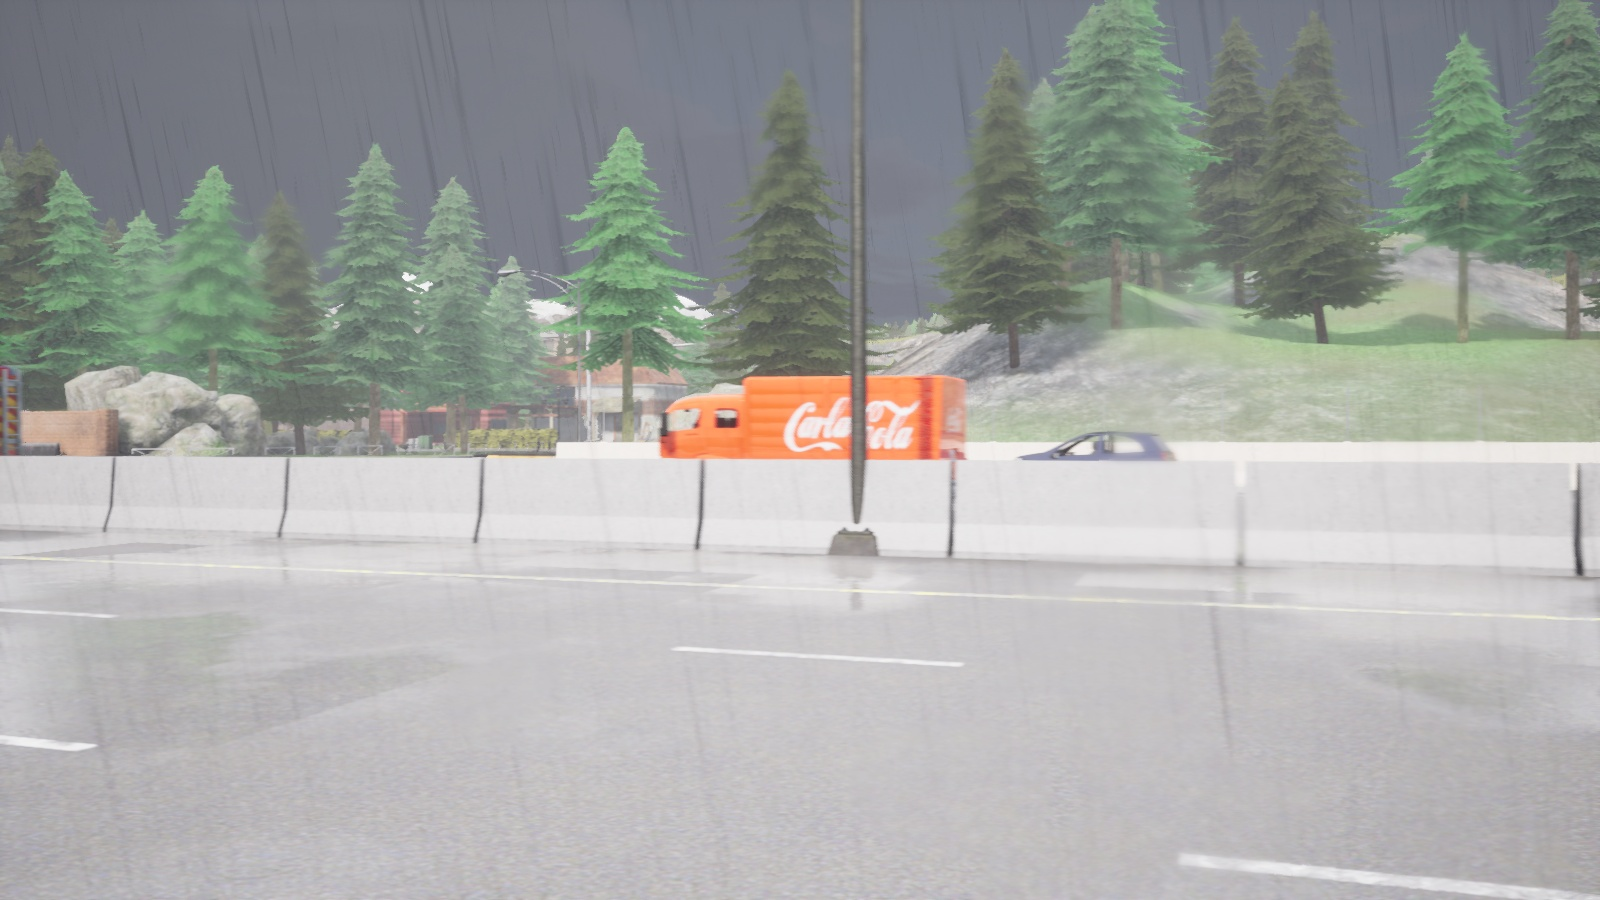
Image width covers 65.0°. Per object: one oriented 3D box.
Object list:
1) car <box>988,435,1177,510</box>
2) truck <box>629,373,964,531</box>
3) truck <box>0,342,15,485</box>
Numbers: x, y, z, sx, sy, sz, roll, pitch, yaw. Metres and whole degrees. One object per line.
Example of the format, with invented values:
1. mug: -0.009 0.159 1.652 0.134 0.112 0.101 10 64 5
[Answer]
1. car: 6.045 0.432 26.840 3.633 1.501 1.845 1 1 25
2. truck: -0.010 -0.009 21.652 5.204 2.467 2.627 1 1 19
3. truck: -25.762 -0.992 34.001 8.468 3.827 2.891 1 1 19
